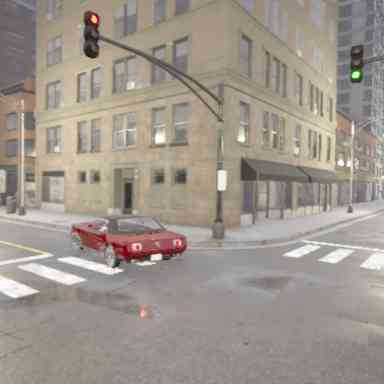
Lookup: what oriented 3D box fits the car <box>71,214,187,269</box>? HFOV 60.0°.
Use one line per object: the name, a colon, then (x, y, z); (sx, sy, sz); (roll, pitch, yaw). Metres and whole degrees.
car: (-2.232, 1.344, 10.380); (1.895, 1.301, 4.718); (0, 1, -36)
